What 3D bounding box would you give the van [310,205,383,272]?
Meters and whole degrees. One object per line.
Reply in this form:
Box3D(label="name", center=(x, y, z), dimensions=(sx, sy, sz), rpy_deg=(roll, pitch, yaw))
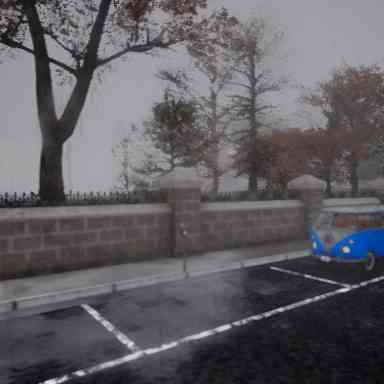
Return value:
Box3D(label="van", center=(5.394, 1.317, 10.415), dimensions=(3.998, 1.788, 1.690), rpy_deg=(0, 0, -36))
